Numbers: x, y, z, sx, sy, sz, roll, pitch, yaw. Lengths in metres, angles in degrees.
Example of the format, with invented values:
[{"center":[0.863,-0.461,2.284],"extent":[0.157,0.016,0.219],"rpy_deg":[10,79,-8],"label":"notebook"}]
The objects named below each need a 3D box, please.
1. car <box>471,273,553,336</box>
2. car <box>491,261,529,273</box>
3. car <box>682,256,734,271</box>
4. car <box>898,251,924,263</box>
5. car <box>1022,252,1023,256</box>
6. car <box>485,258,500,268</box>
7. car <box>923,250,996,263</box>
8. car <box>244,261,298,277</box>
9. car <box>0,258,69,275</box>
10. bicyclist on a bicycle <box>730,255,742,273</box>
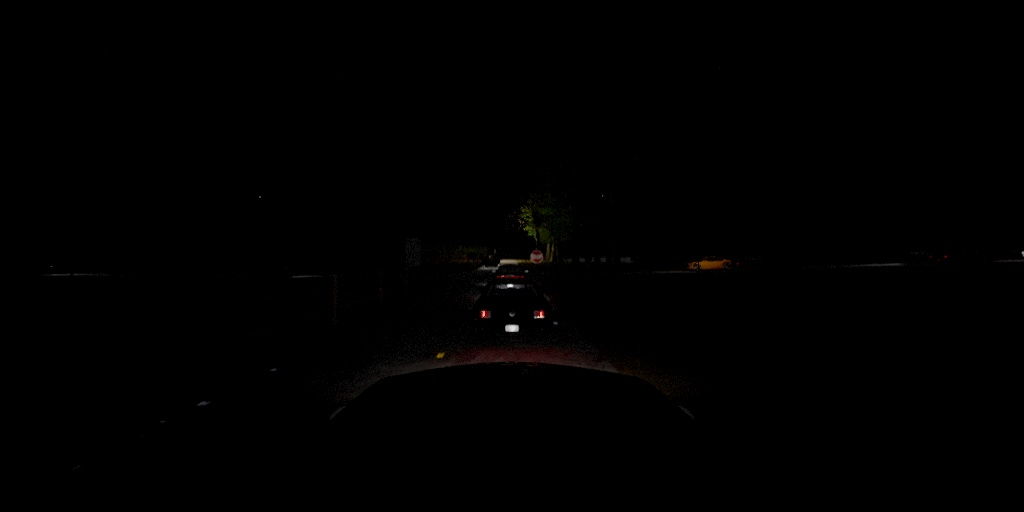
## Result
[{"center":[0.006,1.341,10.312],"extent":[1.895,1.301,4.718],"rpy_deg":[0,0,0],"label":"car"},{"center":[-0.095,1.230,21.039],"extent":[1.837,1.490,4.892],"rpy_deg":[0,0,0],"label":"car"},{"center":[20.452,0.786,37.538],"extent":[5.008,1.535,1.882],"rpy_deg":[-2,-1,-1],"label":"car"},{"center":[43.763,0.082,37.744],"extent":[4.718,1.301,1.895],"rpy_deg":[-2,-1,0],"label":"car"},{"center":[53.428,-0.343,35.054],"extent":[4.718,1.301,1.895],"rpy_deg":[-2,-1,-1],"label":"car"},{"center":[-3.266,1.104,56.912],"extent":[1.812,1.442,4.674],"rpy_deg":[0,0,0],"label":"car"},{"center":[43.761,0.033,34.898],"extent":[4.718,1.301,1.895],"rpy_deg":[-2,-1,0],"label":"car"},{"center":[-22.976,1.225,34.127],"extent":[4.674,1.442,1.812],"rpy_deg":[0,-1,-1],"label":"car"},{"center":[-45.097,0.955,33.936],"extent":[4.892,1.490,1.837],"rpy_deg":[1,-1,0],"label":"car"},{"center":[19.649,0.702,31.544],"extent":[0.582,1.620,1.656],"rpy_deg":[-1,0,-1],"label":"bicyclist on a bicycle"}]
